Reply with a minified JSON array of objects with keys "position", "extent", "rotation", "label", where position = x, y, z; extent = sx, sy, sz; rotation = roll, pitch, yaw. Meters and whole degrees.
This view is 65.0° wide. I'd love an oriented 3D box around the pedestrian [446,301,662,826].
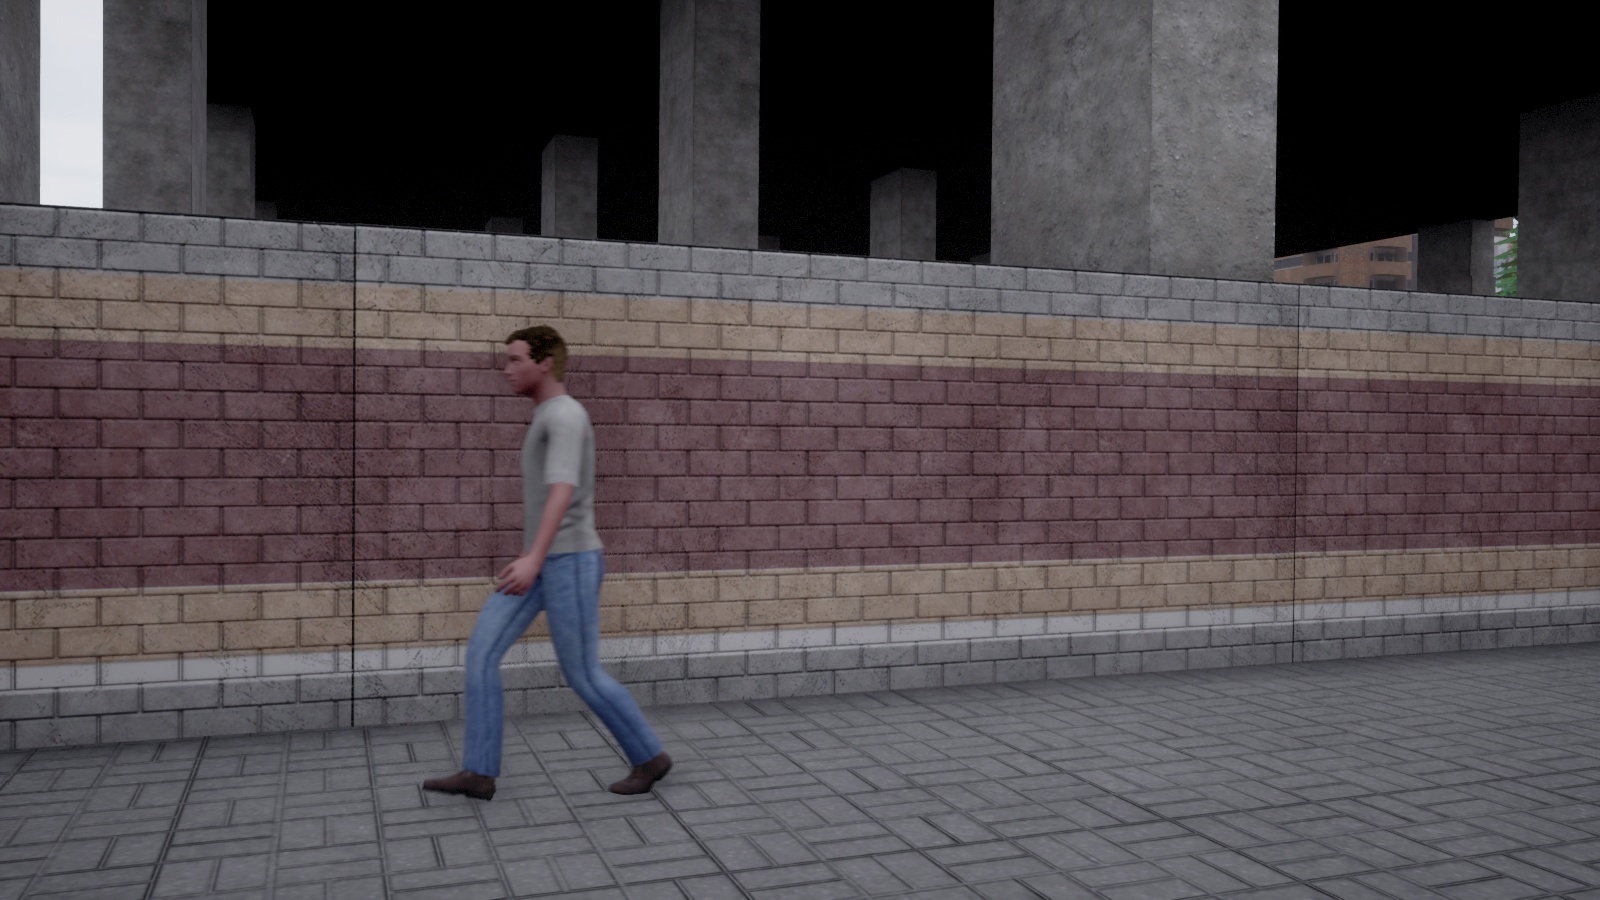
[{"position":[-0.919,0.391,4.682],"extent":[0.706,1.836,0.354],"rotation":[-1,1,-23],"label":"pedestrian"}]
